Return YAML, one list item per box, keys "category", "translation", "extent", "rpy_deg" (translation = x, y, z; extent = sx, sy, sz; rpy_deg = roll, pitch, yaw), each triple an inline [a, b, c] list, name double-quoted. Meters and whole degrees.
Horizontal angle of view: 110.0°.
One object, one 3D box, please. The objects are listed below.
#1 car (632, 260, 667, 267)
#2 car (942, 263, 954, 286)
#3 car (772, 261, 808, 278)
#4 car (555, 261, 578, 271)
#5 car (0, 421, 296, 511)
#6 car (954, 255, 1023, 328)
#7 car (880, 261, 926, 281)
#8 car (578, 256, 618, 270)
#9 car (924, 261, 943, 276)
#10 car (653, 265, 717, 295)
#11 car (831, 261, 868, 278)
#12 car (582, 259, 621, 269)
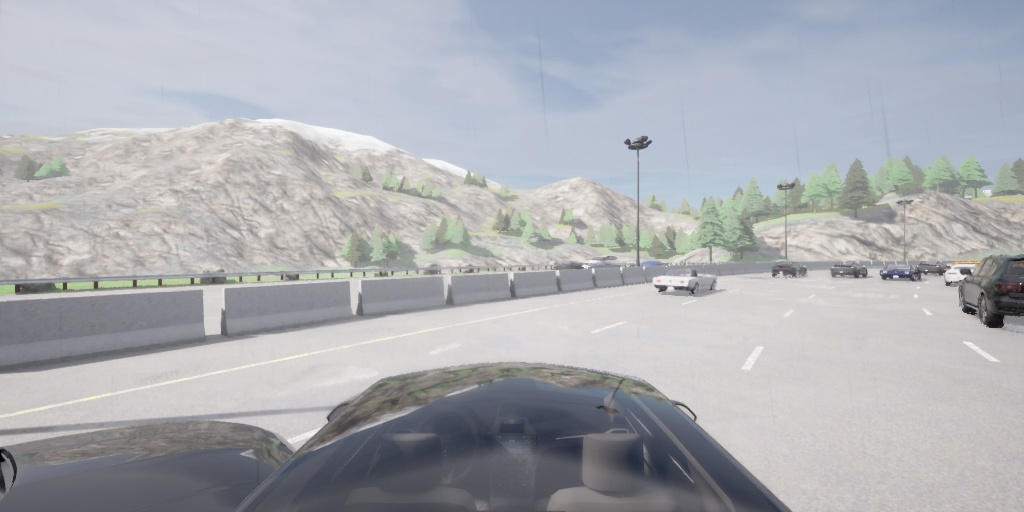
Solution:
- category: "car"
  translation: [14.904, 1.228, 38.712]
  extent: [5.008, 1.535, 1.882]
  rpy_deg: [0, 0, -38]
- category: "car"
  translation: [30.811, 1.275, 24.248]
  extent: [4.674, 1.442, 1.812]
  rpy_deg: [0, 0, -38]
- category: "car"
  translation: [26.453, 1.254, 34.103]
  extent: [4.892, 1.490, 1.837]
  rpy_deg: [0, 0, -37]
- category: "car"
  translation: [7.463, 1.314, 46.191]
  extent: [4.181, 1.385, 1.994]
  rpy_deg: [0, 0, -39]
- category: "car"
  translation: [-2.983, 1.255, 0.544]
  extent: [4.892, 1.490, 1.837]
  rpy_deg: [0, 0, -45]
- category: "car"
  translation: [15.216, 0.972, 10.518]
  extent: [2.150, 2.045, 5.566]
  rpy_deg: [0, 0, 45]
- category: "car"
  translation: [32.304, 1.351, 29.743]
  extent: [4.718, 1.301, 1.895]
  rpy_deg: [0, 0, -35]
- category: "car"
  translation: [11.233, 0.976, 44.736]
  extent: [5.566, 2.045, 2.150]
  rpy_deg: [0, 0, -38]
- category: "car"
  translation: [43.311, 1.241, 36.877]
  extent: [4.902, 1.511, 2.128]
  rpy_deg: [0, 0, -31]
- category: "car"
  translation: [9.690, 1.351, 19.826]
  extent: [4.718, 1.301, 1.895]
  rpy_deg: [0, 0, -44]
- category: "car"
  translation: [31.373, 1.241, 33.354]
  extent: [4.902, 1.511, 2.128]
  rpy_deg: [0, 0, -35]
- category: "car"
  translation: [10.013, 1.315, 39.205]
  extent: [4.181, 1.385, 1.994]
  rpy_deg: [0, 0, -40]
